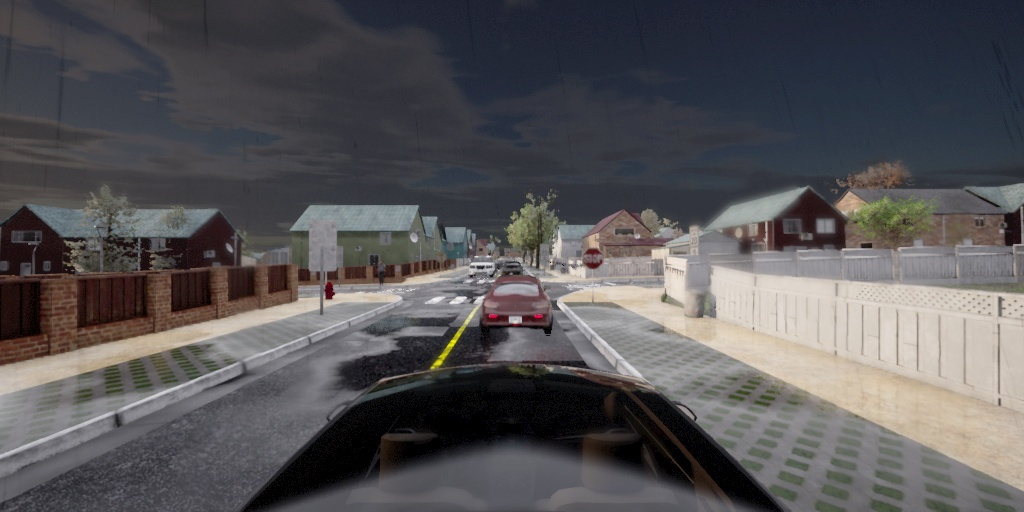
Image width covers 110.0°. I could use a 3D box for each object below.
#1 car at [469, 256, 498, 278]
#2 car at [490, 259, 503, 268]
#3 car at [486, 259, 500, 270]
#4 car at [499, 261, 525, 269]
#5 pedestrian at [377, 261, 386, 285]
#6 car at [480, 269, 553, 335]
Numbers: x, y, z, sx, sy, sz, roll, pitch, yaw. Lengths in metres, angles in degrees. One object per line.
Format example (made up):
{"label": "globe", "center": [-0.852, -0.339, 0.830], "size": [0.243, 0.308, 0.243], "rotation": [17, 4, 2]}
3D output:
{"label": "car", "center": [-2.807, 0.985, 34.324], "size": [2.150, 2.045, 5.566], "rotation": [0, 0, 0]}
{"label": "car", "center": [-2.754, 1.330, 64.549], "size": [1.994, 1.385, 4.181], "rotation": [0, 0, 0]}
{"label": "car", "center": [-2.797, 1.245, 54.566], "size": [1.882, 1.535, 5.008], "rotation": [0, 0, 0]}
{"label": "car", "center": [0.060, 1.269, 33.560], "size": [1.837, 1.490, 4.892], "rotation": [1, 0, 2]}
{"label": "pedestrian", "center": [-9.671, 1.221, 26.511], "size": [0.375, 1.860, 0.375], "rotation": [0, 0, 0]}
{"label": "car", "center": [0.171, 1.281, 10.489], "size": [1.812, 1.442, 4.674], "rotation": [0, 0, 2]}
